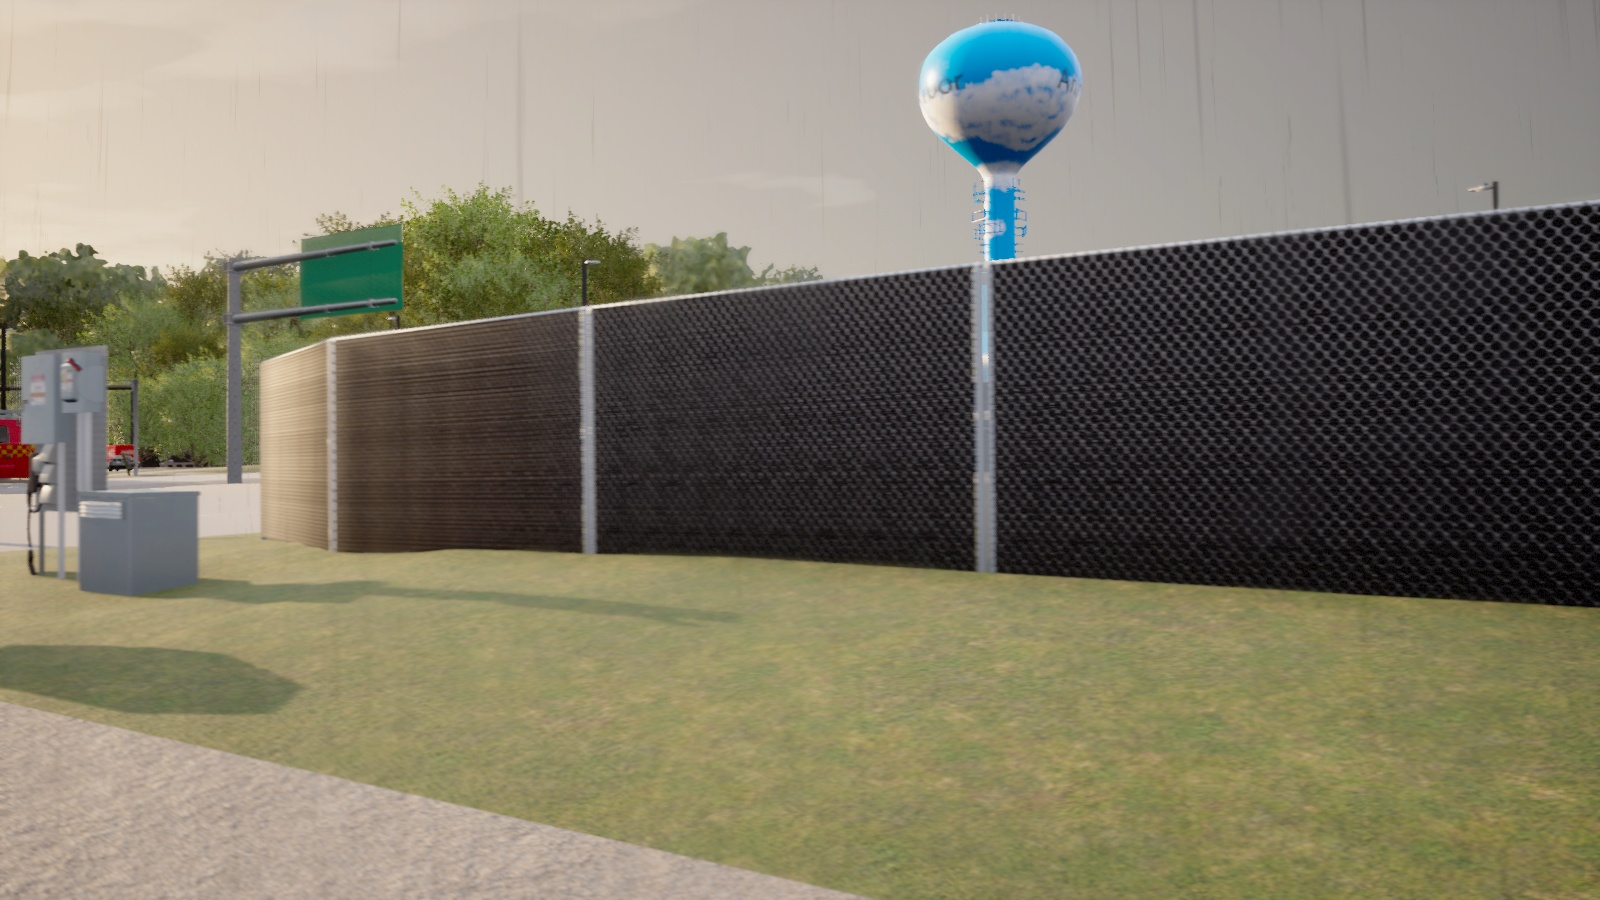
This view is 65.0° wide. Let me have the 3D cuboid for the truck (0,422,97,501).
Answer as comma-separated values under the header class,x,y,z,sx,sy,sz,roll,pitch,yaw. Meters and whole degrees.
class,x,y,z,sx,sy,sz,roll,pitch,yaw
truck,-40.987,0.634,63.999,2.891,3.827,8.468,-1,1,33
